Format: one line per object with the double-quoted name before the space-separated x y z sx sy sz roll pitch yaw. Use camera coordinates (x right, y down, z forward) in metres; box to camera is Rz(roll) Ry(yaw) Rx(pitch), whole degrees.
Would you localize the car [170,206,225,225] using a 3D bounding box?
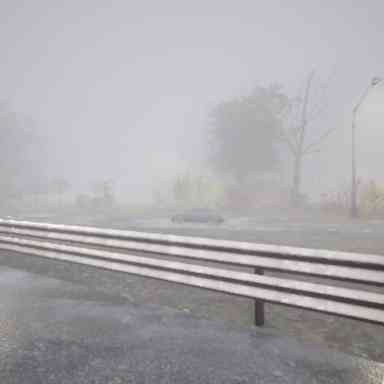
"car" 0.435 1.798 25.743 4.181 1.385 1.994 0 0 14
